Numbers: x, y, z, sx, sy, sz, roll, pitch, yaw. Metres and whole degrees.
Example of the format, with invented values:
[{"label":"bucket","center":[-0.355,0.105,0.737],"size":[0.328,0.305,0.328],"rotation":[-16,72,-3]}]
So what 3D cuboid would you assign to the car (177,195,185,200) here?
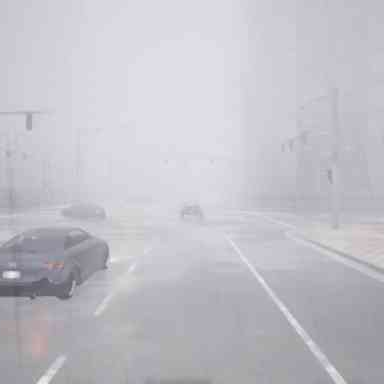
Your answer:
[{"label":"car","center":[-3.040,1.377,89.186],"size":[1.895,1.301,4.718],"rotation":[0,0,1]}]

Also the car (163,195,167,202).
[{"label":"car","center":[-6.745,1.423,76.169],"size":[2.033,1.411,5.357],"rotation":[0,0,1]}]

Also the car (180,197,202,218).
[{"label":"car","center":[-0.054,1.481,29.720],"size":[1.812,1.442,4.674],"rotation":[0,0,-1]}]

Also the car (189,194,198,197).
[{"label":"car","center":[0.296,1.401,78.731],"size":[2.128,1.511,4.902],"rotation":[0,0,1]}]

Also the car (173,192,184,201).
[{"label":"car","center":[-3.207,1.103,78.543],"size":[2.150,2.045,5.566],"rotation":[0,0,1]}]

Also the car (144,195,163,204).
[{"label":"car","center":[-7.024,1.473,60.604],"size":[1.994,1.385,4.181],"rotation":[0,0,1]}]

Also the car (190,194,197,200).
[{"label":"car","center":[0.459,1.282,89.101],"size":[1.837,1.490,4.892],"rotation":[0,0,1]}]

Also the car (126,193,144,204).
[{"label":"car","center":[-10.519,1.130,60.569],"size":[2.150,2.045,5.566],"rotation":[0,0,1]}]

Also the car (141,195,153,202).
[{"label":"car","center":[-10.246,1.437,76.160],"size":[1.994,1.385,4.181],"rotation":[0,0,1]}]

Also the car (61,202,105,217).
[{"label":"car","center":[-9.052,1.522,27.583],"size":[4.181,1.385,1.994],"rotation":[0,0,41]}]

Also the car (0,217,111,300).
[{"label":"car","center":[-3.441,1.551,8.382],"size":[1.994,1.385,4.181],"rotation":[0,0,0]}]
